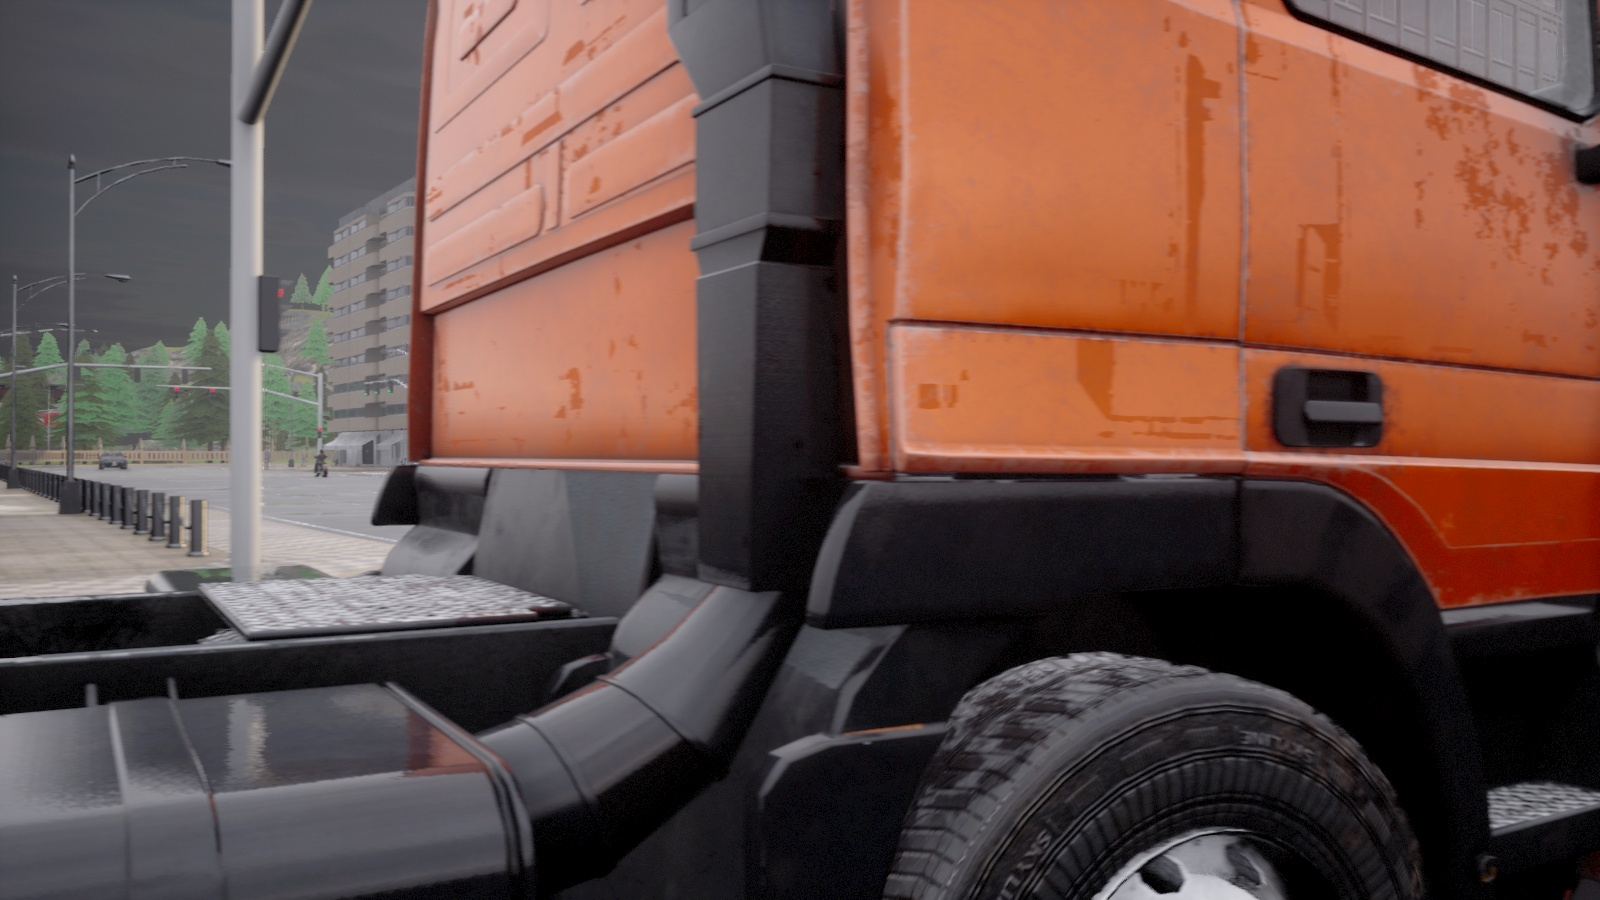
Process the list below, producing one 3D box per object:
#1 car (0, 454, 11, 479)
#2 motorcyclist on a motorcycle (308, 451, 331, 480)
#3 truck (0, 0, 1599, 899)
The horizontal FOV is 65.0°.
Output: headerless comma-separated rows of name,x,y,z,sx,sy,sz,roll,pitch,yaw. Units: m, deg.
car,-49.125,0.981,73.496,4.902,1.511,2.128,0,0,-35
motorcyclist on a motorcycle,-28.045,0.912,73.288,0.766,1.649,2.350,0,0,-34
truck,-2.042,-0.230,1.946,7.936,3.462,2.891,0,0,-30
